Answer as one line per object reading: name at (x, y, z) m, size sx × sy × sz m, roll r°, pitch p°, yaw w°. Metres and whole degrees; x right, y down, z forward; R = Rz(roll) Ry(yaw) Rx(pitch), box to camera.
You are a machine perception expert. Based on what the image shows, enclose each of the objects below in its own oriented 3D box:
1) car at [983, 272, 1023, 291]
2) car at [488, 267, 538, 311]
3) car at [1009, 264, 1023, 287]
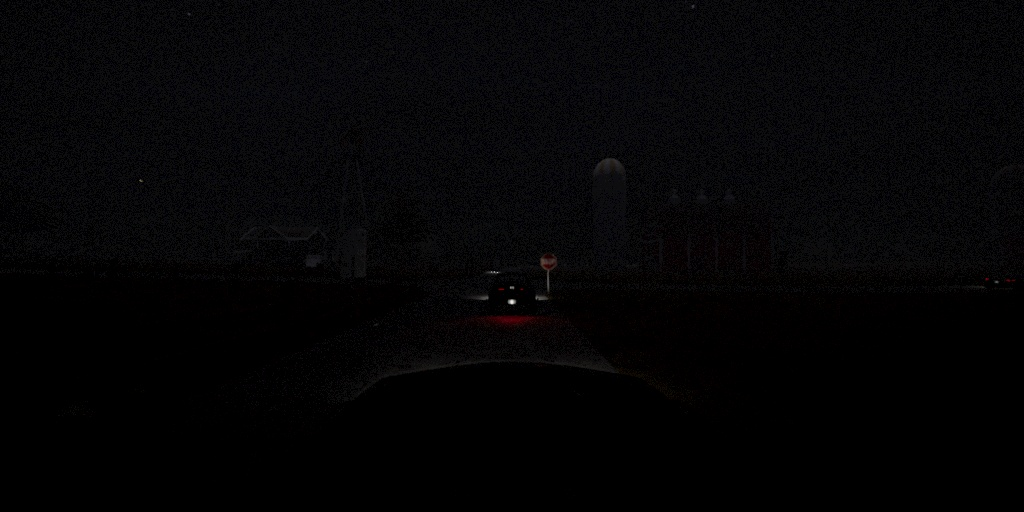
car at (40.895, 2.040, 28.770) m, size 4.181 × 1.385 × 1.994 m, roll 0°, pitch -1°, yaw 0°
car at (0.022, 1.416, 15.349) m, size 1.837 × 1.490 × 4.892 m, roll 0°, pitch 0°, yaw 1°
car at (48.057, 1.719, 31.582) m, size 5.566 × 2.045 × 2.150 m, roll 0°, pitch -1°, yaw 0°
